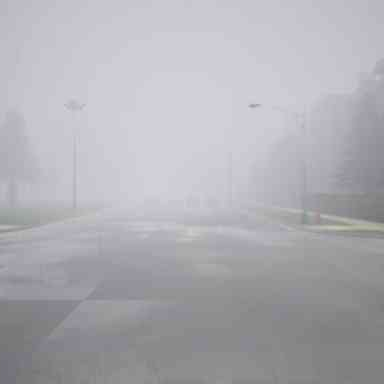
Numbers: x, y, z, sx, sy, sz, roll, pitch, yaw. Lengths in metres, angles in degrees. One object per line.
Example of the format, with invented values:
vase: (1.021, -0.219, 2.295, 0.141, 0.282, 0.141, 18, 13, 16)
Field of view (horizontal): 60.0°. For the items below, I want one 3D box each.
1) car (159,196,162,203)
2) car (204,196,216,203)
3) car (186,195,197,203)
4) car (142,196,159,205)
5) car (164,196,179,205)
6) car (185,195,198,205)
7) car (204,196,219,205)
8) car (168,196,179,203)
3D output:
car: (-7.059, 1.449, 65.588, 2.033, 1.411, 5.357, 0, 0, 0)
car: (3.441, 1.450, 65.597, 2.033, 1.411, 5.357, 0, 0, 0)
car: (-0.059, 1.391, 65.594, 2.128, 1.511, 4.902, 0, 0, 0)
car: (-7.050, 1.516, 55.617, 1.895, 1.301, 4.718, 0, 0, 0)
car: (-3.550, 1.441, 55.590, 1.812, 1.442, 4.674, 0, 0, 0)
car: (-0.049, 1.408, 55.176, 2.128, 1.511, 4.902, 0, 0, 0)
car: (3.450, 1.480, 55.596, 1.994, 1.385, 4.181, 0, 0, 0)
car: (-3.559, 1.502, 65.621, 1.895, 1.301, 4.718, 0, 0, 0)
